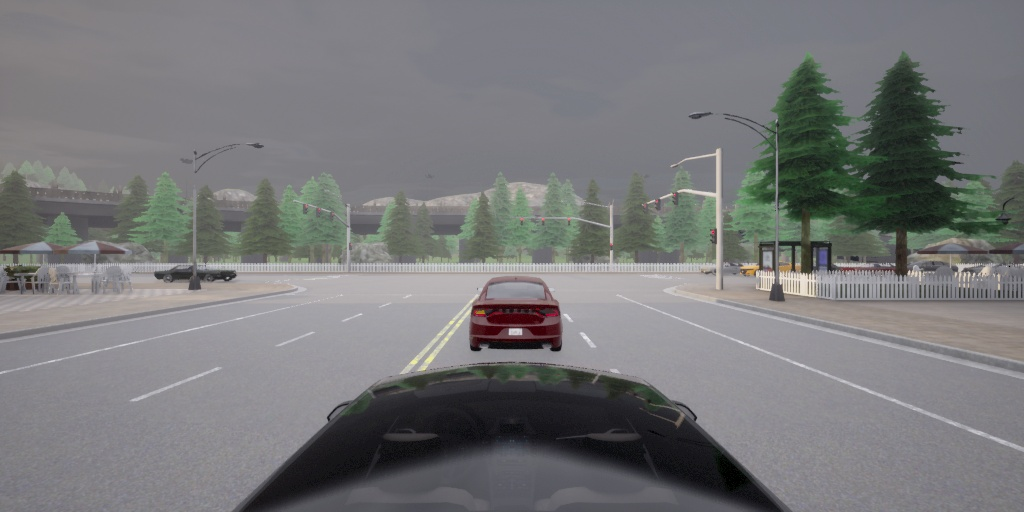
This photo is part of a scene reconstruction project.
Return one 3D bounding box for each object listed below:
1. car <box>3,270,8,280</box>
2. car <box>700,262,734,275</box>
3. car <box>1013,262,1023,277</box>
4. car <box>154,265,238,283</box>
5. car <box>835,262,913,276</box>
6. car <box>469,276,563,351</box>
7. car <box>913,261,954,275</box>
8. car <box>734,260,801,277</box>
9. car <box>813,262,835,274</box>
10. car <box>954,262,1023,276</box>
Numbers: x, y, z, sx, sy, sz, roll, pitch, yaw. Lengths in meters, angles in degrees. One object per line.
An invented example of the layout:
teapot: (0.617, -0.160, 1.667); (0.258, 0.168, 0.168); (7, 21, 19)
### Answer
car: (-39.455, 1.295, 25.927); (4.718, 1.301, 1.895); (0, 0, -10)
car: (21.881, 1.295, 36.646); (4.718, 1.301, 1.895); (0, 0, 1)
car: (50.983, 1.242, 33.042); (5.357, 1.411, 2.033); (0, 0, 22)
car: (-23.021, 1.295, 26.267); (4.718, 1.301, 1.895); (0, 0, 0)
car: (33.121, 1.295, 32.923); (4.718, 1.301, 1.895); (0, 0, 2)
car: (0.103, 1.228, 8.989); (1.882, 1.535, 5.008); (0, 0, 1)
car: (40.969, 1.199, 35.696); (4.892, 1.490, 1.837); (0, 0, 10)
car: (23.817, 1.172, 33.115); (5.008, 1.535, 1.882); (0, 0, 1)
car: (31.050, 1.295, 36.498); (4.718, 1.301, 1.895); (0, 0, 2)
car: (43.003, 1.258, 31.776); (4.181, 1.385, 1.994); (0, 0, 14)
